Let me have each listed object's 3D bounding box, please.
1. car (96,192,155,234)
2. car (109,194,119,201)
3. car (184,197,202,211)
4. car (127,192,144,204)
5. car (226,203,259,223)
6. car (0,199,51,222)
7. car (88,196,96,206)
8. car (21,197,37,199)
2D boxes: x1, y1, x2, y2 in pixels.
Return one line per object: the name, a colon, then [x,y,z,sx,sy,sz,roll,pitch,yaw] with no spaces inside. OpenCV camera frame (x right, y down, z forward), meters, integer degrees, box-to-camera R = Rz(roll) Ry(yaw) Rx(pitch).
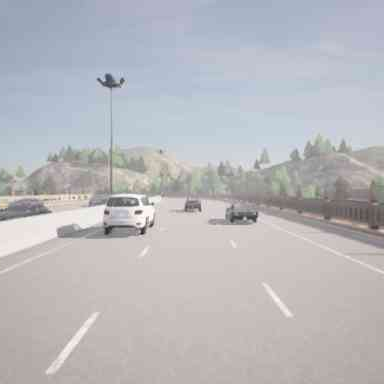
car: [-3.402,1.147,18.733,2.150,2.045,5.566,0,0,0]
car: [-18.099,1.338,77.207,1.837,1.490,4.892,0,0,-7]
car: [0.096,1.357,38.206,2.128,1.511,4.902,0,0,0]
car: [-10.524,1.052,62.065,2.150,2.045,5.566,0,0,0]
car: [3.597,1.505,24.792,1.895,1.301,4.718,0,0,0]
car: [-10.600,1.422,20.947,1.837,1.490,4.892,0,0,0]
car: [-14.068,1.335,49.991,2.128,1.511,4.902,0,0,0]
car: [-17.594,1.350,35.552,1.882,1.535,5.008,0,0,0]
